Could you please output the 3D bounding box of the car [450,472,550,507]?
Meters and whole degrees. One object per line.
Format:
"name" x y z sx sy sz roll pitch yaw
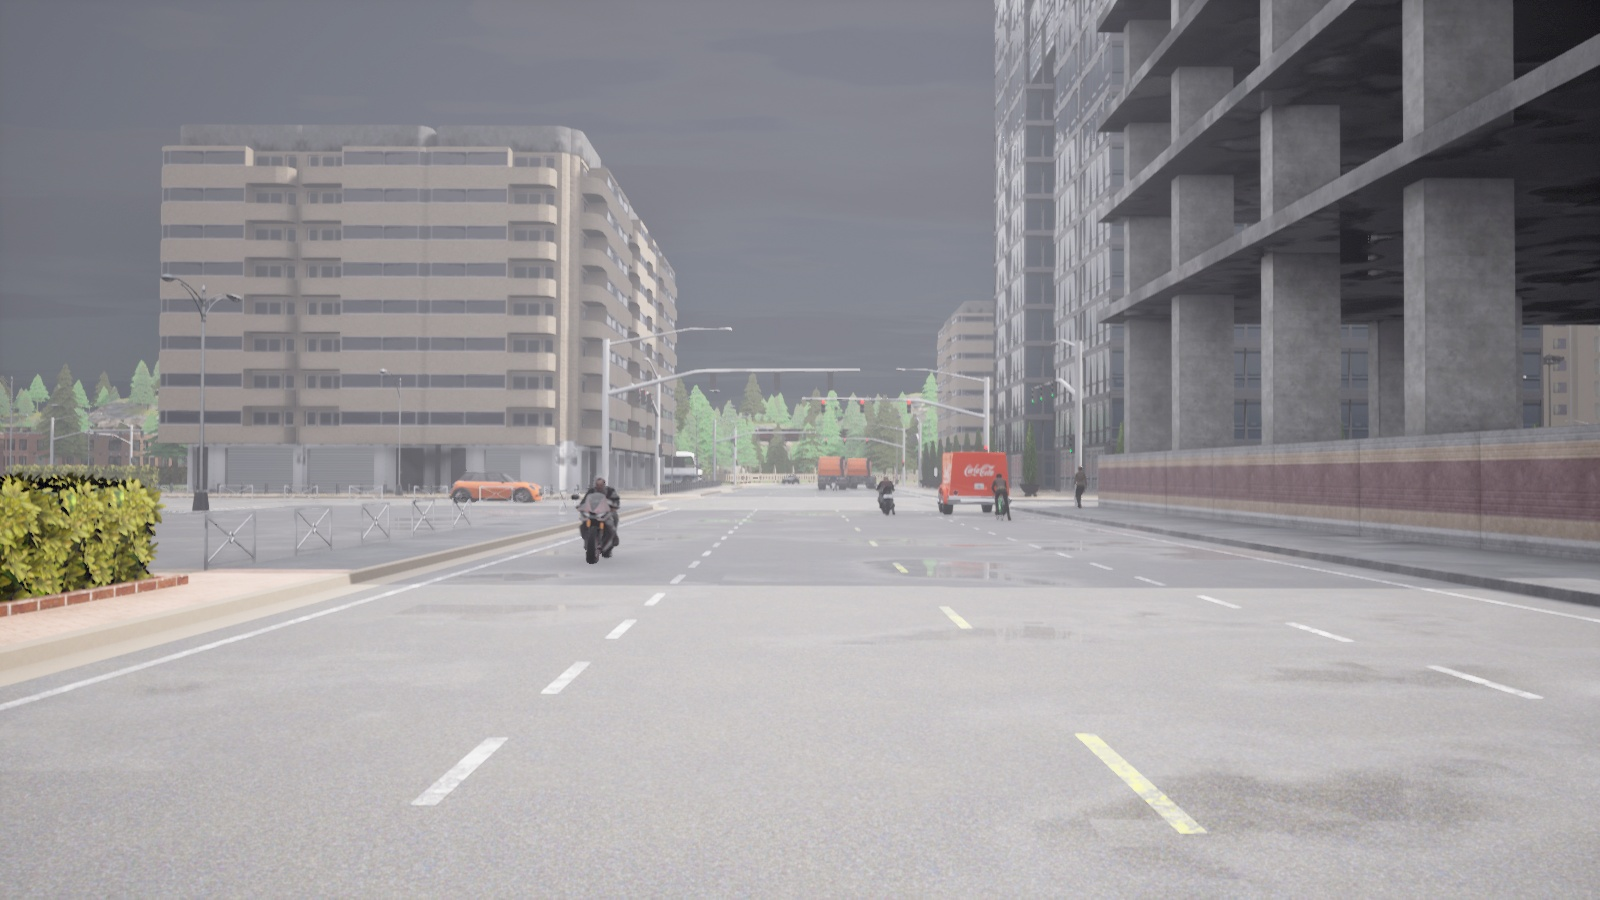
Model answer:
"car" -15.220 1.991 63.893 4.553 1.767 2.097 0 -1 0

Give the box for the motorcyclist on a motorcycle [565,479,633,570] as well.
"motorcyclist on a motorcycle" -3.560 1.287 22.385 0.866 1.530 2.191 0 -1 0

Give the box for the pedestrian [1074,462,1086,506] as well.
"pedestrian" 11.787 1.420 52.847 0.331 1.846 0.634 0 -1 -3

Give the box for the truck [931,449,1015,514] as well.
"truck" 6.864 1.253 50.558 2.627 2.467 5.204 0 -1 0

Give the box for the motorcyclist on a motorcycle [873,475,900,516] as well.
"motorcyclist on a motorcycle" 3.370 1.759 49.013 0.866 1.530 2.191 0 -1 0
